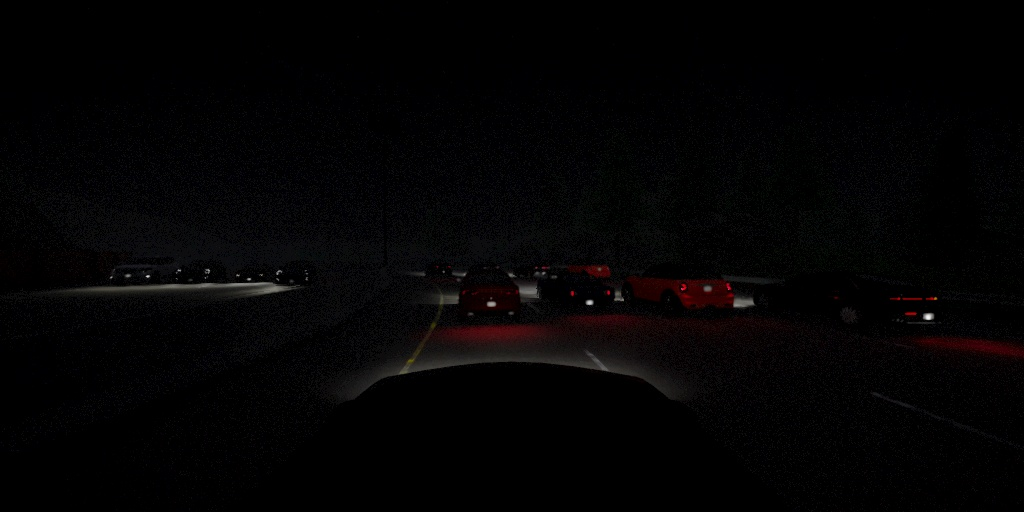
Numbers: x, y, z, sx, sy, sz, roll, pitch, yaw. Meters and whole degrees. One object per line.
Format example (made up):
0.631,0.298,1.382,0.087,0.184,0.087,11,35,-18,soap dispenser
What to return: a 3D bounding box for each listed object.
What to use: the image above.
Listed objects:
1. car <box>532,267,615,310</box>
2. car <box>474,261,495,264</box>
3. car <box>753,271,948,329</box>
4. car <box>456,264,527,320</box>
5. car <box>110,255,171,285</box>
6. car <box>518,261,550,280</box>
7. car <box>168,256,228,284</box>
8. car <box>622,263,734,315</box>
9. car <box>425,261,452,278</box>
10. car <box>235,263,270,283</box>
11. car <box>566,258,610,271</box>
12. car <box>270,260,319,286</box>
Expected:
2.352,1.312,14.578,1.895,1.301,4.718,0,0,-9,car
-2.533,1.168,32.058,2.128,1.511,4.902,0,0,-21,car
9.825,1.208,11.073,1.837,1.490,4.892,0,0,-6,car
-0.910,1.201,12.589,1.882,1.535,5.008,0,0,-8,car
-26.811,0.970,26.474,2.150,2.045,5.566,0,0,-25,car
1.699,1.162,30.665,2.128,1.511,4.902,0,0,-20,car
-23.214,1.089,26.927,2.097,1.767,4.553,0,0,-24,car
5.959,1.057,13.527,2.097,1.767,4.553,0,0,-8,car
-6.896,1.175,33.402,2.128,1.511,4.902,0,0,-23,car
-19.909,1.274,28.121,2.033,1.411,5.357,0,0,-24,car
5.943,1.017,28.995,2.097,1.767,4.553,0,0,-17,car
-15.084,1.075,25.354,2.097,1.767,4.553,0,0,-21,car
